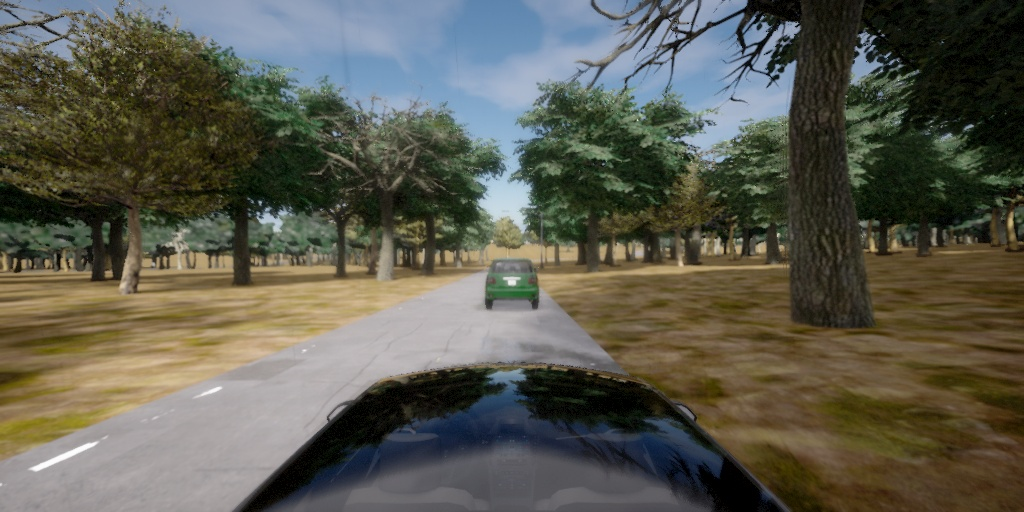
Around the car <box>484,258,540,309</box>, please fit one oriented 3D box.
[{"bbox_3d":[0.002,1.093,15.888,2.150,2.045,5.566,0,0,0],"label":"car"}]
